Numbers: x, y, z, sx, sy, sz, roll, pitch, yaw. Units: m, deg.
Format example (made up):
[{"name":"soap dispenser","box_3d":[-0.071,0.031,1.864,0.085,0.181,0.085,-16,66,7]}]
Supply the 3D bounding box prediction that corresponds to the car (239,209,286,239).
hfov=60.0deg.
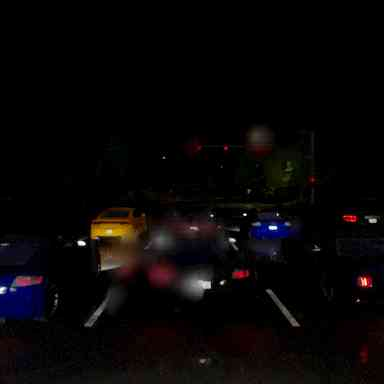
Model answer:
[{"name":"car","box_3d":[3.604,1.564,16.822,1.994,1.385,4.181,0,0,0]}]

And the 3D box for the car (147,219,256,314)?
[{"name":"car","box_3d":[0.116,1.564,7.713,1.994,1.385,4.181,0,0,-1]}]

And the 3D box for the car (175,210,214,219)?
[{"name":"car","box_3d":[0.104,1.564,16.117,1.994,1.385,4.181,0,0,0]}]

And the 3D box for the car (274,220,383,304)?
[{"name":"car","box_3d":[3.602,1.601,8.065,1.895,1.301,4.718,0,0,0]}]

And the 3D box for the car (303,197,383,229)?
[{"name":"car","box_3d":[7.104,1.222,15.747,2.150,2.045,5.566,0,0,0]}]

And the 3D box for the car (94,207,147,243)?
[{"name":"car","box_3d":[-3.397,1.478,16.183,1.882,1.535,5.008,0,0,0]}]

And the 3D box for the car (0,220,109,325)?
[{"name":"car","box_3d":[-3.397,1.564,7.252,1.994,1.385,4.181,0,0,0]}]
